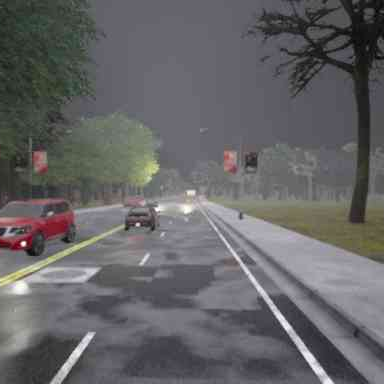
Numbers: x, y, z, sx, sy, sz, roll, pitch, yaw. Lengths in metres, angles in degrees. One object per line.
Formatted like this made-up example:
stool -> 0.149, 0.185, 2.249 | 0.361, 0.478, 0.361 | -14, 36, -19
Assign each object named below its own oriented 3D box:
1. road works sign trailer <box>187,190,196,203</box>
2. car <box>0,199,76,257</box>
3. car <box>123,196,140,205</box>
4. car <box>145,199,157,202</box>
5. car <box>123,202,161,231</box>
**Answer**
road works sign trailer -> -0.202, 1.241, 90.801 | 2.380, 3.560, 2.880 | 0, 0, 0
car -> -6.624, 1.335, 13.822 | 2.150, 2.045, 5.566 | 0, 0, 0
car -> -10.023, 1.690, 55.654 | 2.150, 2.045, 5.566 | 0, 0, 0
car -> -6.774, 1.949, 55.731 | 1.882, 1.535, 5.008 | 0, 0, 0
car -> -3.204, 1.686, 22.067 | 1.837, 1.490, 4.892 | 0, 0, 0
